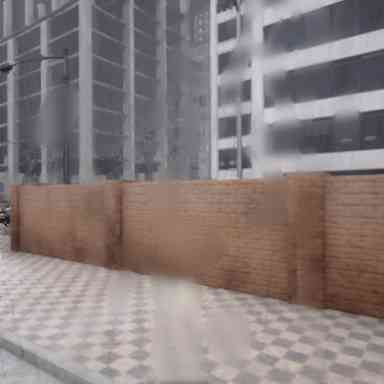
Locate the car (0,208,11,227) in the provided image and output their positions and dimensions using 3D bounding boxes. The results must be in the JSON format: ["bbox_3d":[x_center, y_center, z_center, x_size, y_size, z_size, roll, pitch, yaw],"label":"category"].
[{"bbox_3d":[-11.189,1.667,23.758,1.837,1.490,4.892,-1,-1,36],"label":"car"}]
